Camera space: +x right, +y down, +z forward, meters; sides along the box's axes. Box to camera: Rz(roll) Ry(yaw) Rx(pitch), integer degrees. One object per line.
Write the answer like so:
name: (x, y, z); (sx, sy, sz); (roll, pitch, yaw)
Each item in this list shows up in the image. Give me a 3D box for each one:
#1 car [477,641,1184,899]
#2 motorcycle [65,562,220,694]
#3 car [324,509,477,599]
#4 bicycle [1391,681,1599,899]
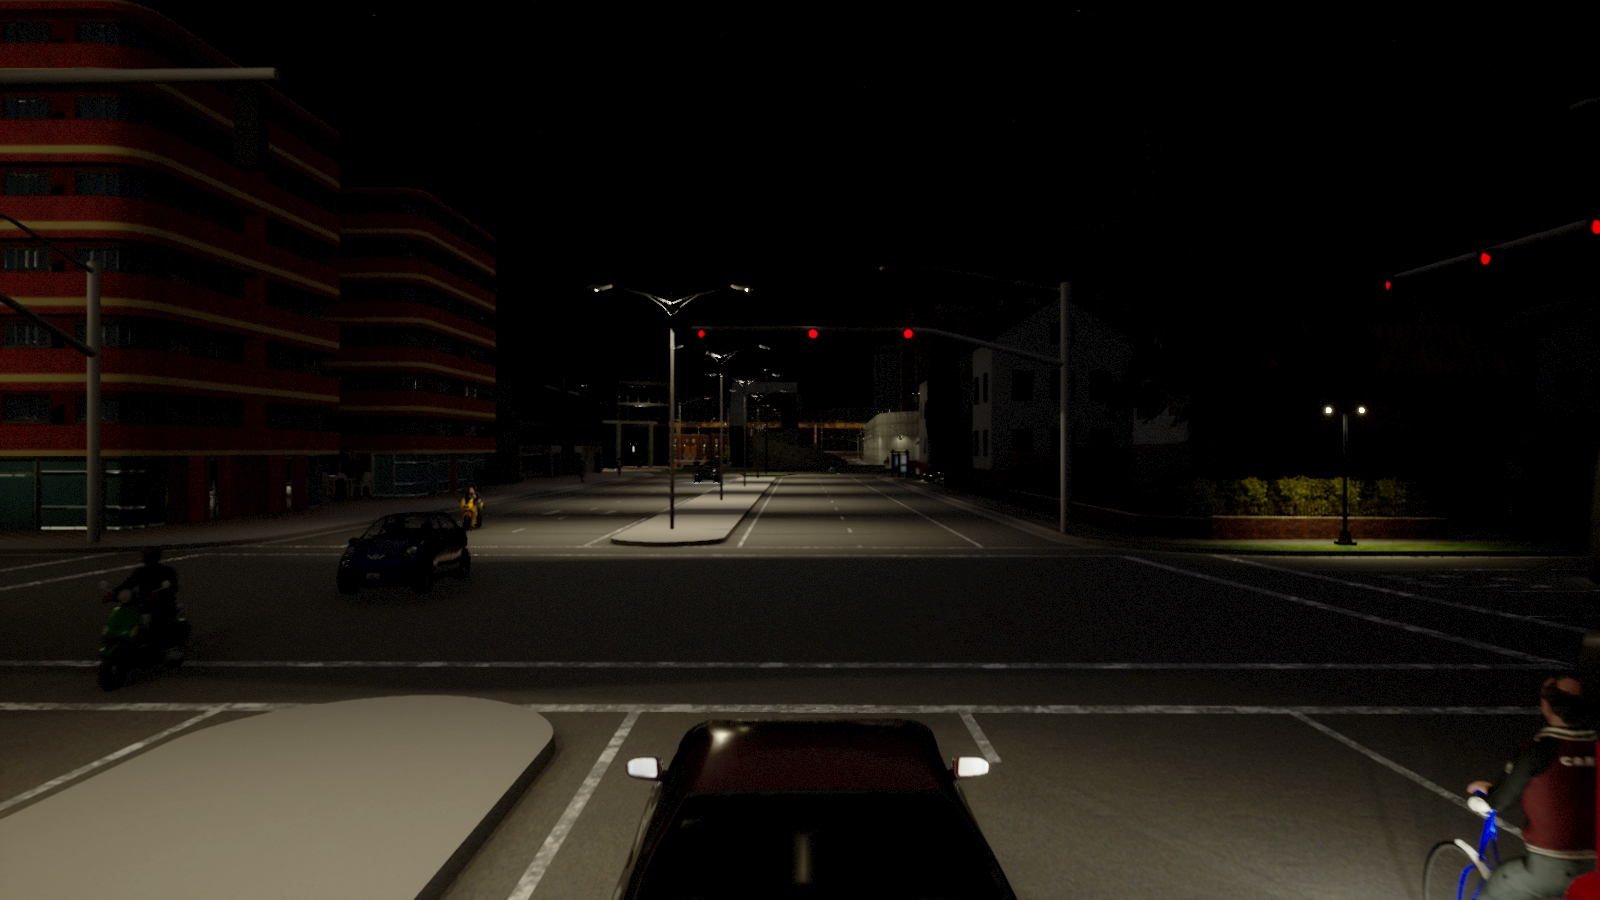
car: (0.059, 2.040, 5.373); (2.007, 1.525, 4.514); (0, 0, -1)
motorcycle: (-7.995, 2.130, 14.001); (0.856, 1.341, 1.805); (0, 0, 0)
car: (-8.009, 2.038, 23.249); (1.845, 1.501, 3.633); (0, 0, 0)
bicycle: (3.487, 2.048, 5.504); (0.329, 1.496, 1.835); (0, 0, 0)
